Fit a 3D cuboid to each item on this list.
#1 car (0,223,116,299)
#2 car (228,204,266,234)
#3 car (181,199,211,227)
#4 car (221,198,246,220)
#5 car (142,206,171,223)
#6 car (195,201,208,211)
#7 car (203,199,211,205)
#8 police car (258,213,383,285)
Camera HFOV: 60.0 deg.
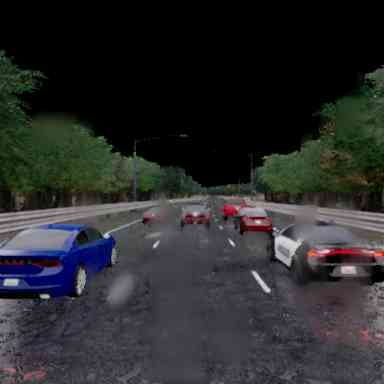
[{"bbox_3d":[-3.352,1.558,8.705,1.882,1.535,5.008,0,0,1],"label":"car"},{"bbox_3d":[3.722,1.726,20.833,2.163,1.488,4.792,0,-1,1],"label":"car"},{"bbox_3d":[0.300,1.619,24.961,2.097,1.767,4.553,0,-1,2],"label":"car"},{"bbox_3d":[4.016,1.581,31.737,2.150,2.045,5.566,0,-1,2],"label":"car"},{"bbox_3d":[-2.977,1.870,28.388,1.994,1.385,4.181,0,-1,2],"label":"car"},{"bbox_3d":[1.587,2.218,53.997,2.033,1.411,5.357,0,-1,3],"label":"car"},{"bbox_3d":[4.020,2.660,88.981,2.128,1.511,4.902,0,-1,5],"label":"car"},{"bbox_3d":[3.549,1.606,9.900,2.038,1.542,4.974,0,-1,1],"label":"police car"}]
